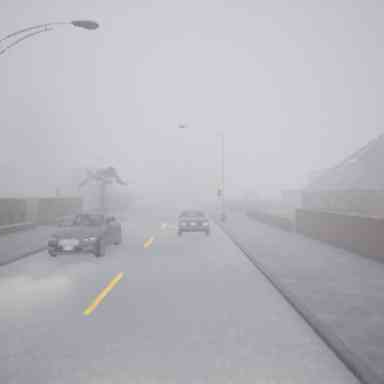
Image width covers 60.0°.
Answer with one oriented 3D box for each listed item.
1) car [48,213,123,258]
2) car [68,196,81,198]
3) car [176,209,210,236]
[{"bbox_3d":[-4.115,1.628,13.513,2.128,1.511,4.902,0,-1,0],"label":"car"},{"bbox_3d":[-19.928,1.530,54.797,1.905,1.878,3.866,0,-1,35],"label":"car"},{"bbox_3d":[0.054,1.745,19.941,2.033,1.411,5.357,0,-1,-2],"label":"car"}]
